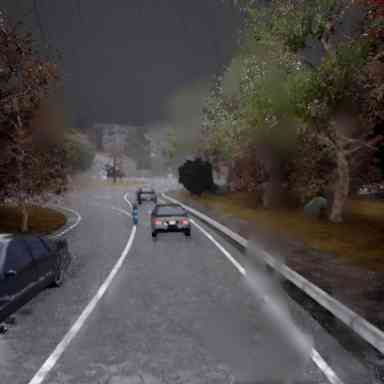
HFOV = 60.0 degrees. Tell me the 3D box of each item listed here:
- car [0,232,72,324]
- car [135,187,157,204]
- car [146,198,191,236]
[{"bbox_3d":[-3.868,1.514,6.292,2.033,1.411,5.357,0,0,-3],"label":"car"},{"bbox_3d":[-4.699,0.284,33.755,2.128,1.511,4.902,-1,5,-14],"label":"car"},{"bbox_3d":[-1.179,1.288,16.848,2.033,1.411,5.357,-1,2,-8],"label":"car"}]
